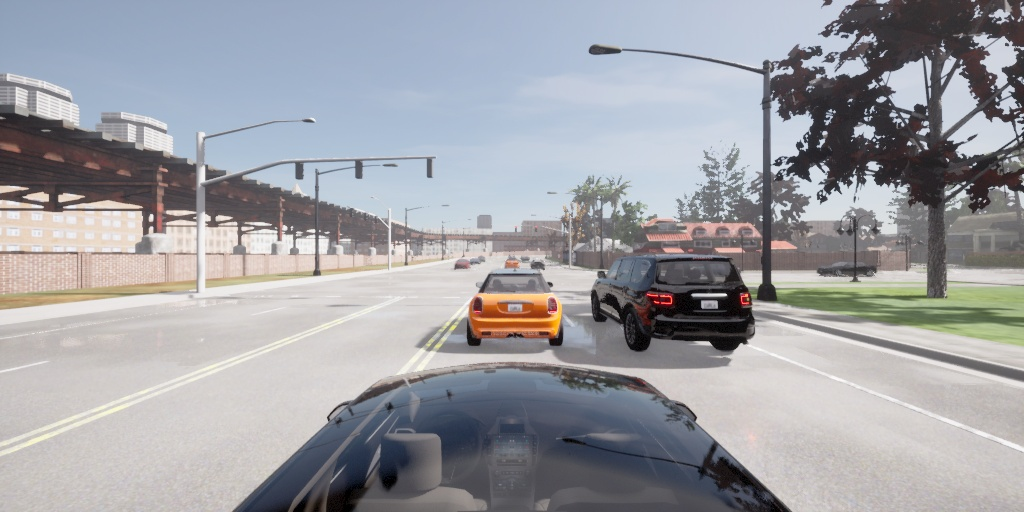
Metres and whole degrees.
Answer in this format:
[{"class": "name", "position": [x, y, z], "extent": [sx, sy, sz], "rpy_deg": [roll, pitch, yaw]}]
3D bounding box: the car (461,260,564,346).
[{"class": "car", "position": [0.071, 1.102, 9.603], "extent": [2.097, 1.767, 4.553], "rpy_deg": [0, 0, 0]}]

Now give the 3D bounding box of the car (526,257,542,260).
[{"class": "car", "position": [3.546, 1.174, 50.760], "extent": [2.128, 1.511, 4.902], "rpy_deg": [0, 0, 0]}]

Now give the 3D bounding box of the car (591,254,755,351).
[{"class": "car", "position": [3.572, 0.971, 9.146], "extent": [2.150, 2.045, 5.566], "rpy_deg": [0, 0, 0]}]

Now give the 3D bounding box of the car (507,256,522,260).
[{"class": "car", "position": [0.043, 1.004, 54.116], "extent": [2.097, 1.767, 4.553], "rpy_deg": [0, 1, 0]}]

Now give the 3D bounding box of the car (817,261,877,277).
[{"class": "car", "position": [32.889, 1.228, 35.312], "extent": [5.008, 1.535, 1.882], "rpy_deg": [0, 0, -1]}]

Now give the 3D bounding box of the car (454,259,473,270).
[{"class": "car", "position": [-7.116, 1.154, 51.326], "extent": [1.882, 1.535, 5.008], "rpy_deg": [0, 0, 0]}]

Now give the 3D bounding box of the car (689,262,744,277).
[{"class": "car", "position": [19.856, 1.315, 34.967], "extent": [4.181, 1.385, 1.994], "rpy_deg": [0, 0, -2]}]
